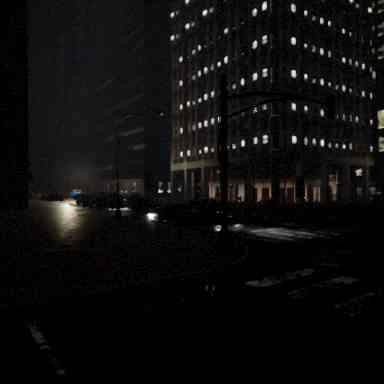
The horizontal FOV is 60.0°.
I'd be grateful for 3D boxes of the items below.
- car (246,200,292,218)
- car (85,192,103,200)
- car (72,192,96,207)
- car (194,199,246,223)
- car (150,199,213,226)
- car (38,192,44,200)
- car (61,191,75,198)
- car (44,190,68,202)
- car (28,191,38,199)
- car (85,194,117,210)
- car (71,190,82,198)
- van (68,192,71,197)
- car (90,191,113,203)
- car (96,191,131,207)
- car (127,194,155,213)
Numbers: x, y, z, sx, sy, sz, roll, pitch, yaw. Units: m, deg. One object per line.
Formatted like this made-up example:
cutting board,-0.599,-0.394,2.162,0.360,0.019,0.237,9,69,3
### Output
car,5.858,1.275,25.911,1.802,1.307,4.206,0,1,-32
car,-18.430,0.758,62.626,1.947,1.339,4.313,0,0,-36
car,-12.511,1.031,39.798,1.752,1.417,4.829,0,1,-33
car,1.121,1.226,22.973,2.128,1.511,4.902,-1,1,-32
car,-0.793,1.340,21.265,1.802,1.307,4.206,0,1,-32
car,-25.086,0.775,58.136,1.752,1.417,4.829,0,0,-36
car,-28.316,0.553,75.911,1.887,1.381,4.507,0,0,-38
car,-21.961,0.856,53.744,1.887,1.381,4.507,0,0,-35
car,-31.783,0.562,67.224,1.967,1.590,4.097,0,0,-37
car,-9.593,1.149,35.282,1.802,1.307,4.206,0,1,-32
car,-20.049,0.783,60.572,1.994,1.385,4.181,-1,1,-35
van,-24.965,0.410,71.515,1.690,1.788,3.998,0,0,-37
car,-14.288,0.685,52.358,2.097,1.767,4.553,-1,1,-34
car,-9.447,0.857,39.810,2.097,1.767,4.553,-1,1,-33
car,-4.120,1.184,31.397,1.994,1.385,4.181,-1,1,-33
